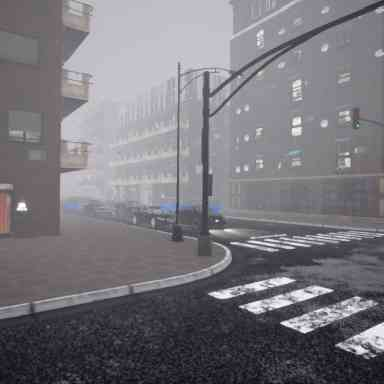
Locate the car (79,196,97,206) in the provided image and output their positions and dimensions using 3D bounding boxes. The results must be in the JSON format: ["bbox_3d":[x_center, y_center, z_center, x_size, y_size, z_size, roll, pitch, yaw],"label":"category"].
[{"bbox_3d":[-18.244,1.597,58.286,1.967,1.590,4.097,1,-1,-35],"label":"car"}]

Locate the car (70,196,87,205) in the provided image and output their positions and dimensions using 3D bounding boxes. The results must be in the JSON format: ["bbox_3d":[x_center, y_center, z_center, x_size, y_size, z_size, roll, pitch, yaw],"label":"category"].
[{"bbox_3d":[-21.427,1.606,62.887,1.967,1.590,4.097,1,-1,-35],"label":"car"}]

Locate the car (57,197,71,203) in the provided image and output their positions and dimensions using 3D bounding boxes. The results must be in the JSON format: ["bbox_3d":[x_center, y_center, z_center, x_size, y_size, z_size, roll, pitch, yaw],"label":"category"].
[{"bbox_3d":[-27.796,1.727,72.086,1.887,1.381,4.507,1,-1,-35],"label":"car"}]

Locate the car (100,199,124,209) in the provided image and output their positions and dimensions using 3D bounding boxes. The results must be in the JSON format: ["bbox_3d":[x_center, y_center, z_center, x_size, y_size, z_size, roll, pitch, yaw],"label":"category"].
[{"bbox_3d":[-11.878,1.683,49.085,1.887,1.381,4.507,1,-1,-35],"label":"car"}]

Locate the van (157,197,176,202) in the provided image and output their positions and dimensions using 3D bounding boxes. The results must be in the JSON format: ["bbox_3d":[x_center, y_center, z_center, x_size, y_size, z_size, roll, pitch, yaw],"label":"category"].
[{"bbox_3d":[-2.326,1.450,35.286,1.690,1.788,3.998,1,-1,-35],"label":"van"}]

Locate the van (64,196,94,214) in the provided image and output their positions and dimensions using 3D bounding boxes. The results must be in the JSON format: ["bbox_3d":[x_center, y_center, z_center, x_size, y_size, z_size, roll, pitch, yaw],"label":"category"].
[{"bbox_3d":[-11.989,1.361,35.402,1.690,1.788,3.998,1,-1,-35],"label":"van"}]

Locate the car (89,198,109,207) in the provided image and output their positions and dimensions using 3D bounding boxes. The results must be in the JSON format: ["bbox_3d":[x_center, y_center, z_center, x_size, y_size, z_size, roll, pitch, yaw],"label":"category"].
[{"bbox_3d":[-15.062,1.730,53.685,1.802,1.307,4.206,1,-1,-35],"label":"car"}]

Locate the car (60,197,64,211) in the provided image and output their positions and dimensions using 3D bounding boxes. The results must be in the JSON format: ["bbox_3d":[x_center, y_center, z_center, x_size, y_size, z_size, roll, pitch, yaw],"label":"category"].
[{"bbox_3d":[-15.175,1.581,40.001,2.008,1.369,4.403,1,-1,-35],"label":"car"}]

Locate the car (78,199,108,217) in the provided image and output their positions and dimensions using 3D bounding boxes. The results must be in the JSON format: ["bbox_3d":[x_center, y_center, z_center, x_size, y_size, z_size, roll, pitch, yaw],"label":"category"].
[{"bbox_3d":[-8.808,1.592,30.801,1.802,1.307,4.206,1,-1,-35],"label":"car"}]

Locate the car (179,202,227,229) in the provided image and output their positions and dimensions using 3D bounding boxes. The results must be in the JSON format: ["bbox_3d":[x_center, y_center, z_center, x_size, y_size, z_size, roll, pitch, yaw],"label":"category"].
[{"bbox_3d":[0.388,1.581,21.845,1.994,1.385,4.181,1,-1,-35],"label":"car"}]

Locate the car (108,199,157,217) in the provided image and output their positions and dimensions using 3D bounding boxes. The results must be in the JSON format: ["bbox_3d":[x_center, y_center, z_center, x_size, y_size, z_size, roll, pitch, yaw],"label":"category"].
[{"bbox_3d":[-5.517,1.528,30.381,2.128,1.511,4.902,1,-1,-35],"label":"car"}]

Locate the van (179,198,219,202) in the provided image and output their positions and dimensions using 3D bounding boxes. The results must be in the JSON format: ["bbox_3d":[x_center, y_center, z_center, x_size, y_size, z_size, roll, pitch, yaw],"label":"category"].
[{"bbox_3d":[0.857,1.439,30.686,1.690,1.788,3.998,1,-1,-35],"label":"van"}]

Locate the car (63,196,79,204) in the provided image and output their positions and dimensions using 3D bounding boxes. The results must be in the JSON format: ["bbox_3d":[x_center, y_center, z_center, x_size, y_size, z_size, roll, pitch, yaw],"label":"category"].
[{"bbox_3d":[-24.611,1.614,67.487,1.967,1.590,4.097,1,-1,-35],"label":"car"}]

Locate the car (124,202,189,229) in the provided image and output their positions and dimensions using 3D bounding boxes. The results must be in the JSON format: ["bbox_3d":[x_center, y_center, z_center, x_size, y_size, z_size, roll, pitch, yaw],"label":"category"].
[{"bbox_3d":[-2.440,1.540,21.600,2.008,1.369,4.403,1,-1,-35],"label":"car"}]
